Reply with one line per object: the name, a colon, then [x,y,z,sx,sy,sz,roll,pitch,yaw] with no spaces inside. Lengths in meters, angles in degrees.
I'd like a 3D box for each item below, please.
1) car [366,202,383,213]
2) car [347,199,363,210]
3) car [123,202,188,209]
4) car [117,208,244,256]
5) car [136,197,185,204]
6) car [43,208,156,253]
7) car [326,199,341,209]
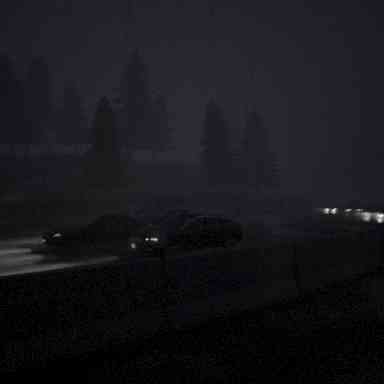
car: [24.119,1.958,43.486,1.895,1.301,4.718,0,-1,36]
car: [25.361,1.922,51.559,1.837,1.490,4.892,0,0,33]
car: [-1.609,1.638,20.689,4.902,1.511,2.128,0,-1,-41]
car: [-0.093,1.585,12.887,4.902,1.511,2.128,0,-1,-39]
car: [-2.782,1.390,24.264,5.566,2.045,2.150,0,0,-41]
car: [-3.883,1.622,14.340,4.674,1.442,1.812,0,0,-38]
car: [23.559,1.933,55.288,2.128,1.511,4.902,0,0,32]
